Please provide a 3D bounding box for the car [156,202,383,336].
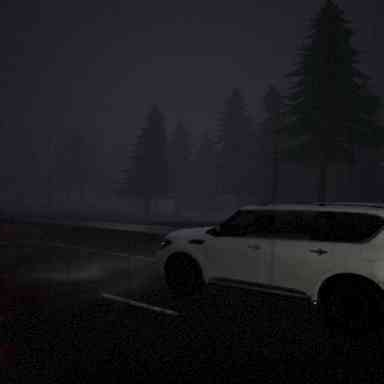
[{"bbox_3d":[1.823,1.218,6.908,5.566,2.045,2.150,0,0,35],"label":"car"}]
